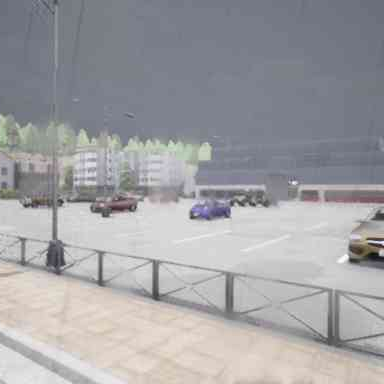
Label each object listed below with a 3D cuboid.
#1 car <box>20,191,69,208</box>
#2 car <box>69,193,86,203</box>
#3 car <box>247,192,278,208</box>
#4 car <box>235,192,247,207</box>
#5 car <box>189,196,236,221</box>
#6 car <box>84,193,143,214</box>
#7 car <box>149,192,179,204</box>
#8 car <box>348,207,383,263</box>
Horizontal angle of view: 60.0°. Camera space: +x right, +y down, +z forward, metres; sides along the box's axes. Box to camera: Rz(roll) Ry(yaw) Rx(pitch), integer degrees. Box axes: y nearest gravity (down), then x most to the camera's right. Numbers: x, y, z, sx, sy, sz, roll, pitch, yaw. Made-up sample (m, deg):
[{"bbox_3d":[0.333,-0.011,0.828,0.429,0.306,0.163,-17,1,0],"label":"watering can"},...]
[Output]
[{"bbox_3d":[-16.683,0.809,37.349,1.932,1.855,4.605,1,0,35],"label":"car"},{"bbox_3d":[-16.628,0.946,49.532,2.007,1.523,4.514,1,0,35],"label":"car"},{"bbox_3d":[8.956,0.931,41.121,1.932,1.855,4.605,1,0,35],"label":"car"},{"bbox_3d":[6.339,0.889,42.450,1.905,1.878,3.866,1,0,35],"label":"car"},{"bbox_3d":[1.272,1.202,23.857,1.845,1.501,3.633,1,0,35],"label":"car"},{"bbox_3d":[-6.889,1.105,29.623,2.007,1.523,4.514,1,0,35],"label":"car"},{"bbox_3d":[-4.141,0.869,49.789,2.152,1.636,5.027,1,0,35],"label":"car"},{"bbox_3d":[6.573,1.311,10.776,2.152,1.636,5.027,1,0,35],"label":"car"}]
